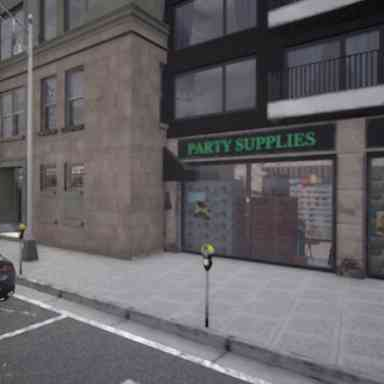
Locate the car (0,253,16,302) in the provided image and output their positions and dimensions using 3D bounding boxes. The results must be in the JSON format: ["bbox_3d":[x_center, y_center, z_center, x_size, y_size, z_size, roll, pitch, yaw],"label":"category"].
[{"bbox_3d":[-5.312,1.518,6.818,4.403,1.369,2.008,0,0,35],"label":"car"}]
